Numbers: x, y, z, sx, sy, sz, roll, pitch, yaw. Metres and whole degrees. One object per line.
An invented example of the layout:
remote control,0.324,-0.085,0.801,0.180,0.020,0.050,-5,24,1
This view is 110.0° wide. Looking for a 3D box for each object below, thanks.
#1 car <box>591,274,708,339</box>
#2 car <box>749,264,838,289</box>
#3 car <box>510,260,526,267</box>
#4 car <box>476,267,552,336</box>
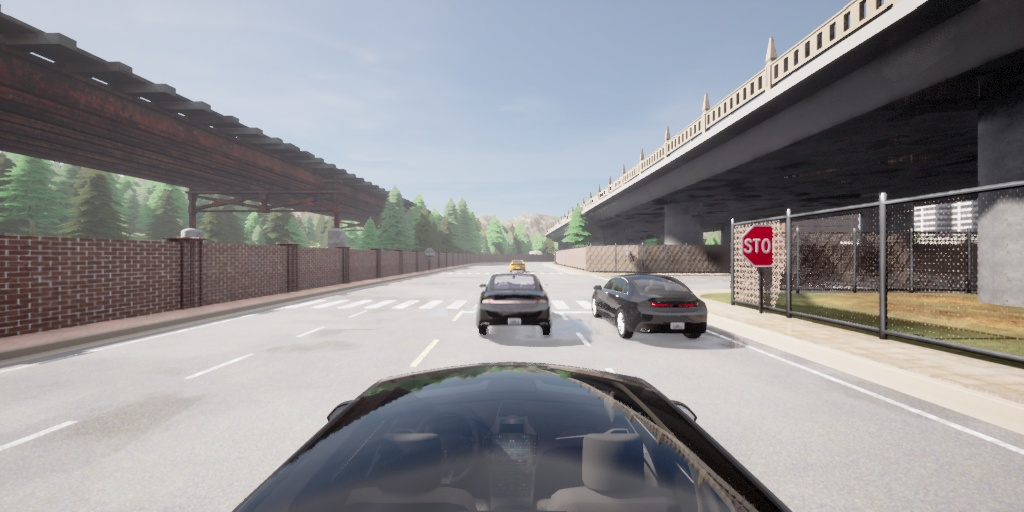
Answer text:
car,3.560,1.254,10.117,1.837,1.490,4.892,0,0,0
car,17.679,1.253,22.639,4.892,1.490,1.837,0,0,1
car,0.736,1.224,45.104,1.882,1.535,5.008,0,0,1
car,0.058,1.241,10.434,2.128,1.511,4.902,0,0,0
